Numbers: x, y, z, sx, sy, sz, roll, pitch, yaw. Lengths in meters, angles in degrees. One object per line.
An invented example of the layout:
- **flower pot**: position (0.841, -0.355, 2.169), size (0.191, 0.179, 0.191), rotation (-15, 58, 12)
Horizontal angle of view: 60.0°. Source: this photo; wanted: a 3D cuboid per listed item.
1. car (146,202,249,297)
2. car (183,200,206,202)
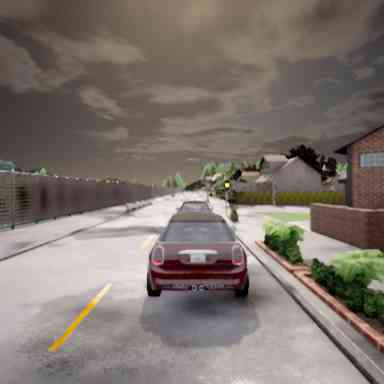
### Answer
- **car**: position (0.117, 1.295, 8.600), size (2.097, 1.767, 4.553), rotation (0, 0, 0)
- **car**: position (0.143, 1.232, 18.297), size (2.097, 1.767, 4.553), rotation (0, 0, 0)
